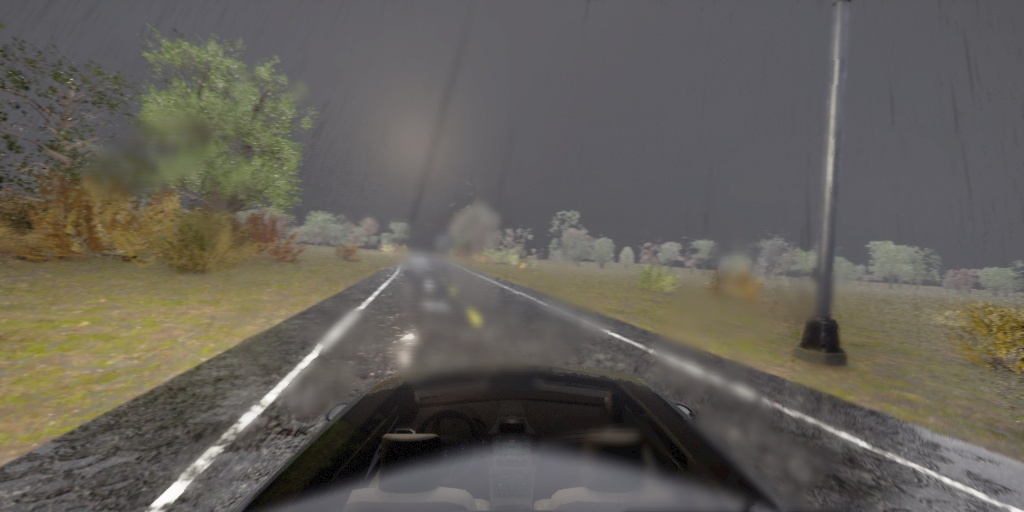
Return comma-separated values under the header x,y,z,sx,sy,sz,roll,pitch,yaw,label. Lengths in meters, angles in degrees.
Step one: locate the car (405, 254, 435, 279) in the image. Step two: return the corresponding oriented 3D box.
x,y,z,sx,sy,sz,roll,pitch,yaw,label
-6.902,0.819,26.797,1.812,1.442,4.674,3,0,-14,car
